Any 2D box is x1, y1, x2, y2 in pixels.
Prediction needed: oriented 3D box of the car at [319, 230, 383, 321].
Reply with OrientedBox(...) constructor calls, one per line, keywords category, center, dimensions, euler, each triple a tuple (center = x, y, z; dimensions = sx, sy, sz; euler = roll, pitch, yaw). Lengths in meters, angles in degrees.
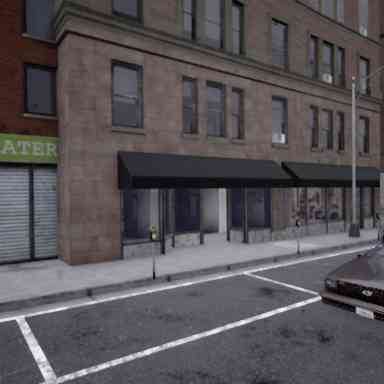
OrientedBox(category="car", center=(4.940, 1.539, 6.839), dimensions=(5.357, 1.411, 2.033), euler=(0, 0, -35))
